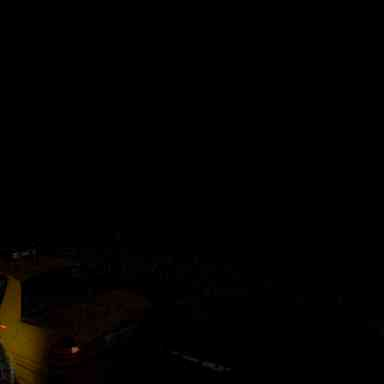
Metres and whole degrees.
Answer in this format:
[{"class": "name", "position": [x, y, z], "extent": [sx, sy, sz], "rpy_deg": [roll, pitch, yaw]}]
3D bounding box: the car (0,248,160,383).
[{"class": "car", "position": [-2.636, 1.523, 4.969], "extent": [4.829, 1.417, 1.752], "rpy_deg": [0, 1, 35]}]

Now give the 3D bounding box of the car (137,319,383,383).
[{"class": "car", "position": [2.051, 1.551, 1.628], "extent": [4.403, 1.369, 2.008], "rpy_deg": [0, 1, 35]}]
